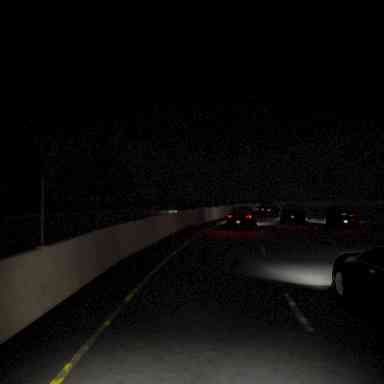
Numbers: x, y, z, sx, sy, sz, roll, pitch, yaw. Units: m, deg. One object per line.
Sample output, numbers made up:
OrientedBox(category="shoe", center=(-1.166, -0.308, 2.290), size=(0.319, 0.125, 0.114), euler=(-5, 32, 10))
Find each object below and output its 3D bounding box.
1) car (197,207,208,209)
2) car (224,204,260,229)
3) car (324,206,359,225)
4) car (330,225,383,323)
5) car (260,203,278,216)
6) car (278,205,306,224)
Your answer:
OrientedBox(category="car", center=(2.596, 2.110, 49.694), size=(2.033, 1.411, 5.357), euler=(0, -1, 29))
OrientedBox(category="car", center=(3.613, 1.796, 23.798), size=(1.812, 1.442, 4.674), euler=(0, -1, 15))
OrientedBox(category="car", center=(11.320, 1.799, 25.264), size=(1.837, 1.490, 4.892), euler=(0, -1, 17))
OrientedBox(category="car", center=(3.967, 1.573, 5.612), size=(1.837, 1.490, 4.892), euler=(0, -1, 4))
OrientedBox(category="car", center=(8.643, 1.980, 37.841), size=(2.033, 1.411, 5.357), euler=(0, -1, 25))
OrientedBox(category="car", center=(8.504, 1.798, 27.885), size=(1.882, 1.535, 5.008), euler=(0, -1, 18))
